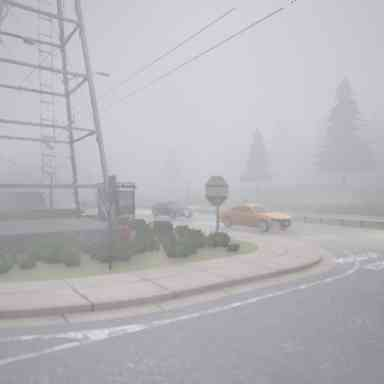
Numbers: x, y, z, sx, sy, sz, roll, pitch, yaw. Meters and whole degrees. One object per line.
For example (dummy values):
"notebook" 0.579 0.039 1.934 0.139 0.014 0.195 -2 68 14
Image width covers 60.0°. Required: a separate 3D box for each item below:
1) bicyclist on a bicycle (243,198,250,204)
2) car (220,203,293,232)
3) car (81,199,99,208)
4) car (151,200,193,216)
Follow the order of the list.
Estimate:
"bicyclist on a bicycle" 5.058 1.411 31.063 1.656 1.620 0.582 -7 4 -34
"car" 3.824 1.482 20.416 1.882 1.535 5.008 0 0 -34
"car" -12.982 1.568 44.926 4.181 1.385 1.994 0 0 6
"car" -1.771 1.495 28.626 2.128 1.511 4.902 0 0 -34
